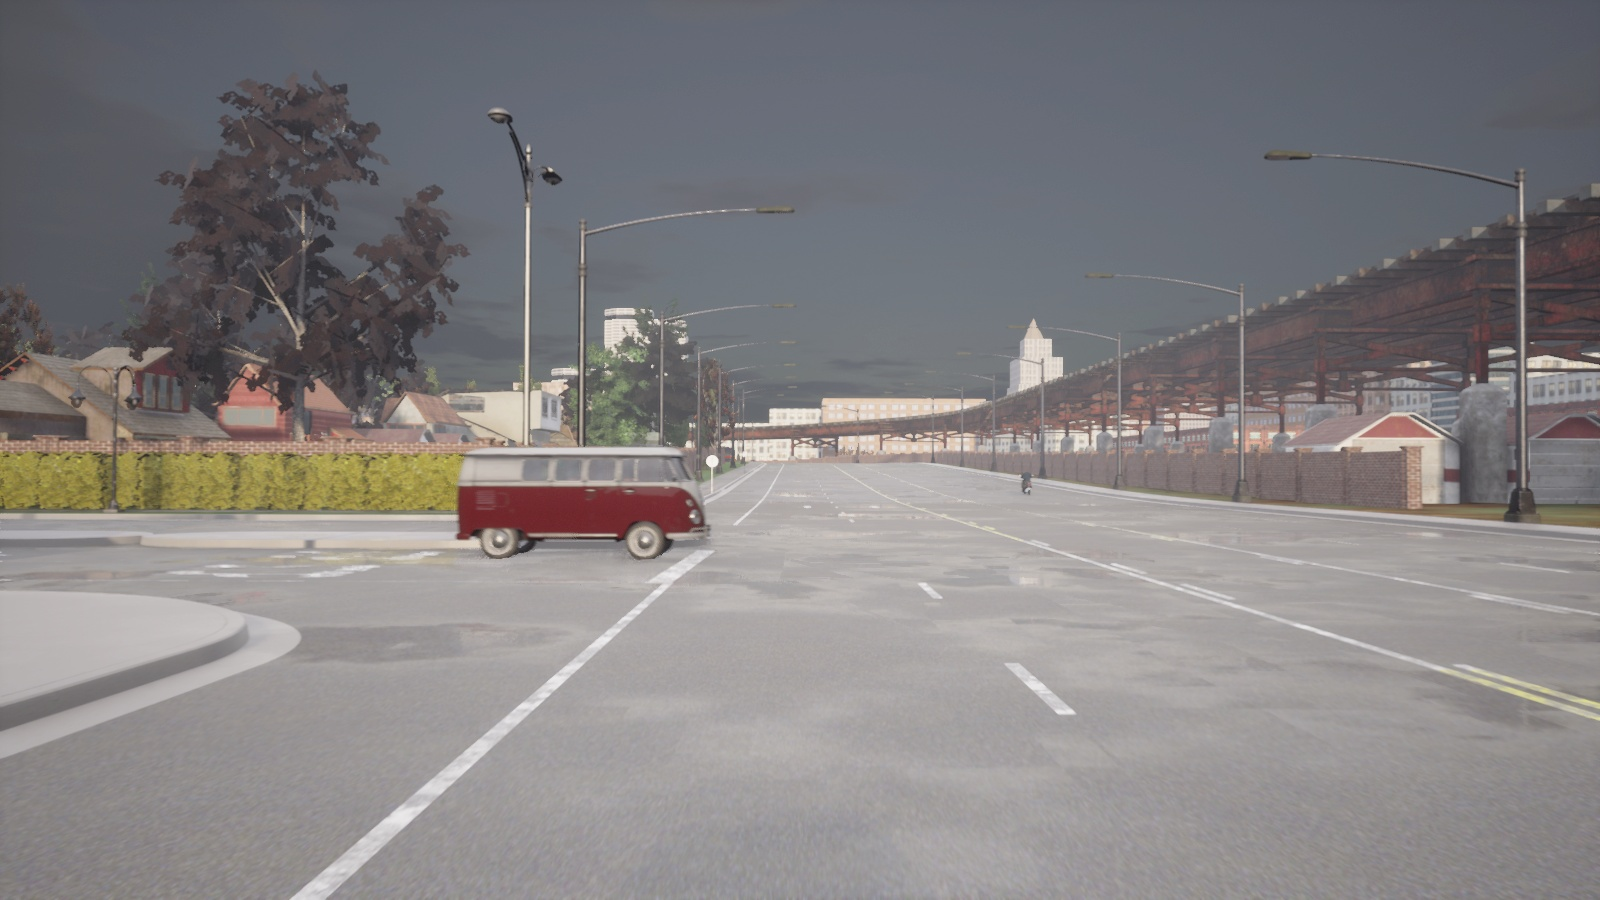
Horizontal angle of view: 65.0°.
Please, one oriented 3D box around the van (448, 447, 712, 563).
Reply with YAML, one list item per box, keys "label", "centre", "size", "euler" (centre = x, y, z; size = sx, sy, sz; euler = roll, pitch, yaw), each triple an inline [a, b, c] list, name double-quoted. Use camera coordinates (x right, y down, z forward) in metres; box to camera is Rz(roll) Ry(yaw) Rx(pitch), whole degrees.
- label: "van"
  centre: [-3.891, 0.964, 22.694]
  size: [4.442, 1.987, 1.775]
  euler: [0, -1, 1]
